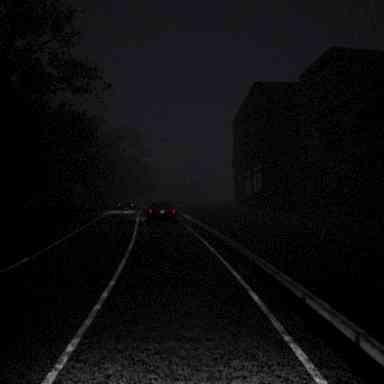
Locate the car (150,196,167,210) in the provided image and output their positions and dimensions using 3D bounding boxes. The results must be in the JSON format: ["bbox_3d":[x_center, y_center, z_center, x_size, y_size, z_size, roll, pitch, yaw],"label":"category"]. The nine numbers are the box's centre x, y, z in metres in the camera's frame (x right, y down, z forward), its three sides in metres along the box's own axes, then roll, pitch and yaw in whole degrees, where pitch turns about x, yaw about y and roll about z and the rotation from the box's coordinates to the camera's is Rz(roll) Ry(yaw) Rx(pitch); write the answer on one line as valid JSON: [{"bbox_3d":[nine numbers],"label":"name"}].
[{"bbox_3d":[-4.177,1.361,42.302,1.882,1.535,5.008,0,0,-2],"label":"car"}]

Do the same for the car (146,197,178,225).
[{"bbox_3d":[-2.260,1.346,24.195,2.097,1.767,4.553,1,0,-8],"label":"car"}]

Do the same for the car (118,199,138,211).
[{"bbox_3d":[-7.488,1.495,39.195,1.895,1.301,4.718,0,0,-4],"label":"car"}]
